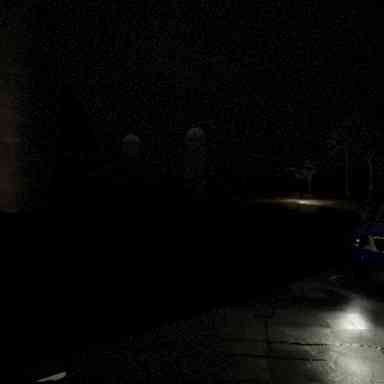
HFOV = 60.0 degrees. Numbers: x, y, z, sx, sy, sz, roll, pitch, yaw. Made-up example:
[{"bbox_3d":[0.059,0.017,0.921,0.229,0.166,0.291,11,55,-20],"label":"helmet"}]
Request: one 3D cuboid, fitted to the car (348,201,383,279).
[{"bbox_3d":[6.374,1.202,9.581,2.150,2.045,5.566,0,0,42],"label":"car"}]
